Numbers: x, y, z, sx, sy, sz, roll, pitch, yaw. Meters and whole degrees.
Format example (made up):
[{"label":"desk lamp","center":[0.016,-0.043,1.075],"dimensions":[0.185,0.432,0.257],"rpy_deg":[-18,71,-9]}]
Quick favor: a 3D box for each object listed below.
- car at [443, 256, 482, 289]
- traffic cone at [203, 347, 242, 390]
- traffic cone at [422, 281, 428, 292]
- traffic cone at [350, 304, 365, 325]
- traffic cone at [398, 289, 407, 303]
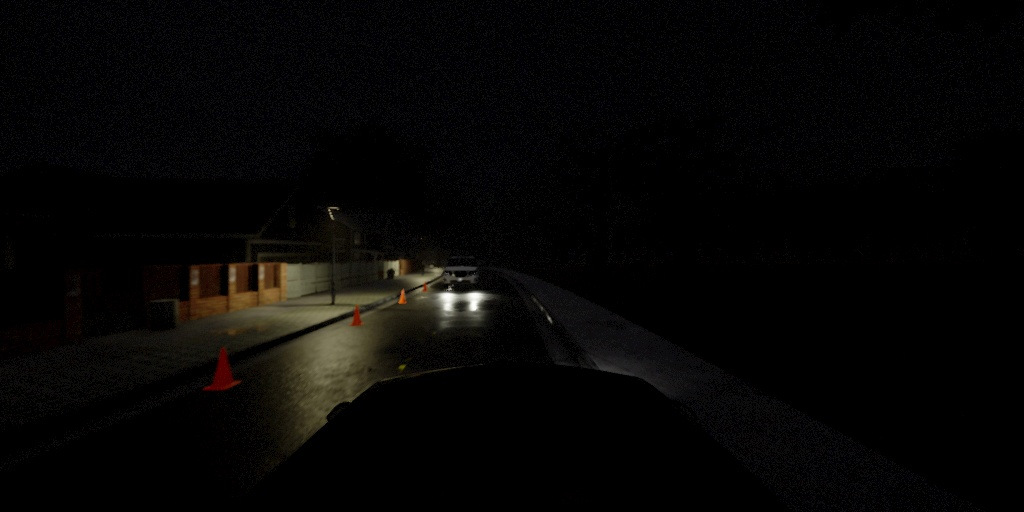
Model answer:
[{"label":"car","center":[-3.215,0.999,23.576],"dimensions":[2.150,2.045,5.566],"rpy_deg":[0,0,-5]},{"label":"traffic cone","center":[-4.440,1.704,5.513],"dimensions":[0.340,0.580,0.340],"rpy_deg":[0,0,-1]},{"label":"traffic cone","center":[-4.938,1.725,20.389],"dimensions":[0.340,0.580,0.340],"rpy_deg":[0,0,-3]},{"label":"traffic cone","center":[-4.527,1.706,10.473],"dimensions":[0.340,0.580,0.340],"rpy_deg":[0,0,-1]},{"label":"traffic cone","center":[-4.694,1.713,15.433],"dimensions":[0.340,0.580,0.340],"rpy_deg":[0,0,-2]}]
